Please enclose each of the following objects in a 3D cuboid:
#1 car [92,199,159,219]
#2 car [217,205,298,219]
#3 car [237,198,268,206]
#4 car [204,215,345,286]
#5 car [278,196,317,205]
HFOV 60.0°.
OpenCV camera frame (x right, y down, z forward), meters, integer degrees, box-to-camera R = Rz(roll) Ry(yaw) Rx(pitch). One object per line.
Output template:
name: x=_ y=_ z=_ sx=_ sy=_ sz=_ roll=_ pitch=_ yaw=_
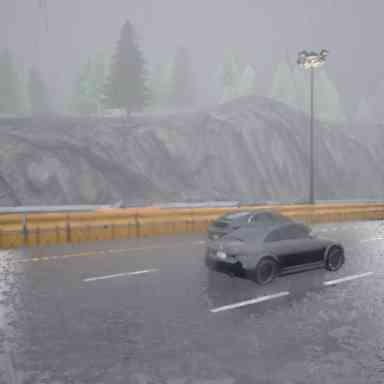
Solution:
car: x=-4.416 y=1.291 z=21.927 sx=4.553 sy=1.767 sz=2.097 roll=0 pitch=0 yaw=-33
car: x=2.913 y=1.472 z=13.902 sx=4.892 sy=1.490 sz=1.837 roll=0 pitch=0 yaw=-33
car: x=7.639 y=1.477 z=41.915 sx=4.181 sy=1.385 sz=1.994 roll=0 pitch=0 yaw=-32
car: x=2.408 y=1.542 z=9.394 sx=4.181 sy=1.385 sz=1.994 roll=0 pitch=0 yaw=-33
car: x=11.438 y=1.194 z=36.034 sx=4.553 sy=1.767 sz=2.097 roll=0 pitch=0 yaw=-32
